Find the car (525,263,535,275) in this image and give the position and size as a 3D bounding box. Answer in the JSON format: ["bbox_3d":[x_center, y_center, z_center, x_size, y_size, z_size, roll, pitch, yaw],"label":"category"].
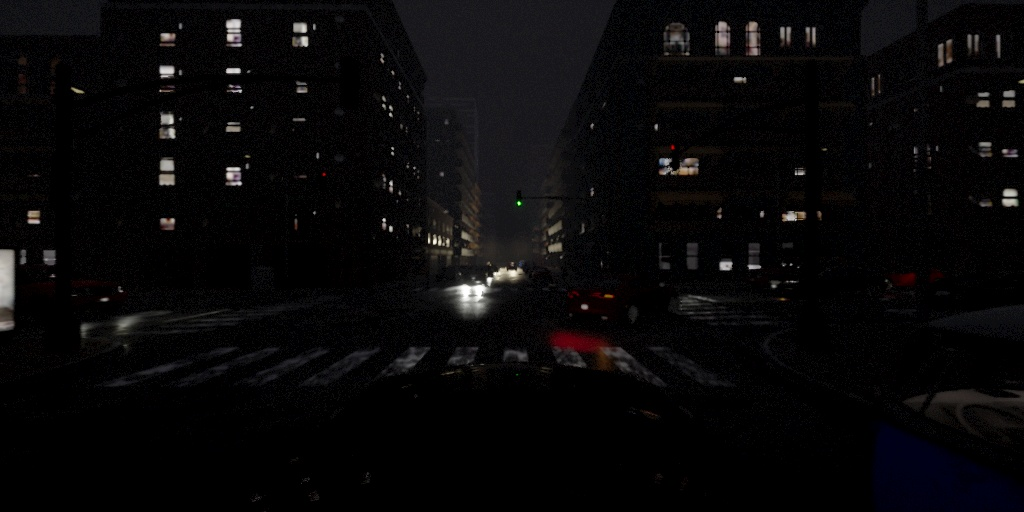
[{"bbox_3d":[2.684,1.703,38.168,1.948,1.339,4.313,0,0,0],"label":"car"}]

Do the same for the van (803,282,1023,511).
[{"bbox_3d":[2.689,1.076,0.253,1.690,1.789,3.998,0,0,0],"label":"van"}]

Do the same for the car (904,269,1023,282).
[{"bbox_3d":[15.792,1.200,11.430,4.313,1.339,1.948,0,0,0],"label":"car"}]

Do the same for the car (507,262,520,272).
[{"bbox_3d":[-0.010,1.945,61.690,2.033,1.411,5.357,0,-1,0],"label":"car"}]

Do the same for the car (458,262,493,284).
[{"bbox_3d":[-3.096,1.554,31.262,2.128,1.511,4.902,0,-1,0],"label":"car"}]

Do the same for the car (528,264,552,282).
[{"bbox_3d":[2.685,1.659,32.645,1.802,1.307,4.207,0,0,0],"label":"car"}]

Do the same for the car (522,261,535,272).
[{"bbox_3d":[2.682,1.804,49.214,1.888,1.381,4.507,0,0,0],"label":"car"}]

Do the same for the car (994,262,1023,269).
[{"bbox_3d":[25.311,0.990,17.294,5.008,1.535,1.882,-1,0,0],"label":"car"}]

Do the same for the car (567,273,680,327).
[{"bbox_3d":[3.896,1.327,12.174,5.008,1.535,1.882,0,-2,-44],"label":"car"}]

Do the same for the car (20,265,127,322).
[{"bbox_3d":[-18.368,1.355,13.787,5.566,2.045,2.150,-1,0,1],"label":"car"}]

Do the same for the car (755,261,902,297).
[{"bbox_3d":[15.003,1.152,17.218,4.902,1.511,2.128,-1,0,0],"label":"car"}]

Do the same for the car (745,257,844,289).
[{"bbox_3d":[15.769,0.971,19.810,5.009,1.841,2.192,0,0,0],"label":"car"}]

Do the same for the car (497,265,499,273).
[{"bbox_3d":[-3.058,1.882,54.526,1.994,1.385,4.181,0,-1,0],"label":"car"}]

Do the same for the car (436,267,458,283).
[{"bbox_3d":[-5.697,1.643,32.656,1.948,1.339,4.313,0,0,0],"label":"car"}]

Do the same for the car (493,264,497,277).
[{"bbox_3d":[-3.101,1.735,41.199,1.994,1.385,4.181,0,-1,-1],"label":"car"}]

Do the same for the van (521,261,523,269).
[{"bbox_3d":[2.681,1.661,54.737,1.690,1.789,3.998,0,0,0],"label":"van"}]

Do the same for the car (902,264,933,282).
[{"bbox_3d":[21.340,1.121,19.852,4.507,1.381,1.888,0,0,0],"label":"car"}]
